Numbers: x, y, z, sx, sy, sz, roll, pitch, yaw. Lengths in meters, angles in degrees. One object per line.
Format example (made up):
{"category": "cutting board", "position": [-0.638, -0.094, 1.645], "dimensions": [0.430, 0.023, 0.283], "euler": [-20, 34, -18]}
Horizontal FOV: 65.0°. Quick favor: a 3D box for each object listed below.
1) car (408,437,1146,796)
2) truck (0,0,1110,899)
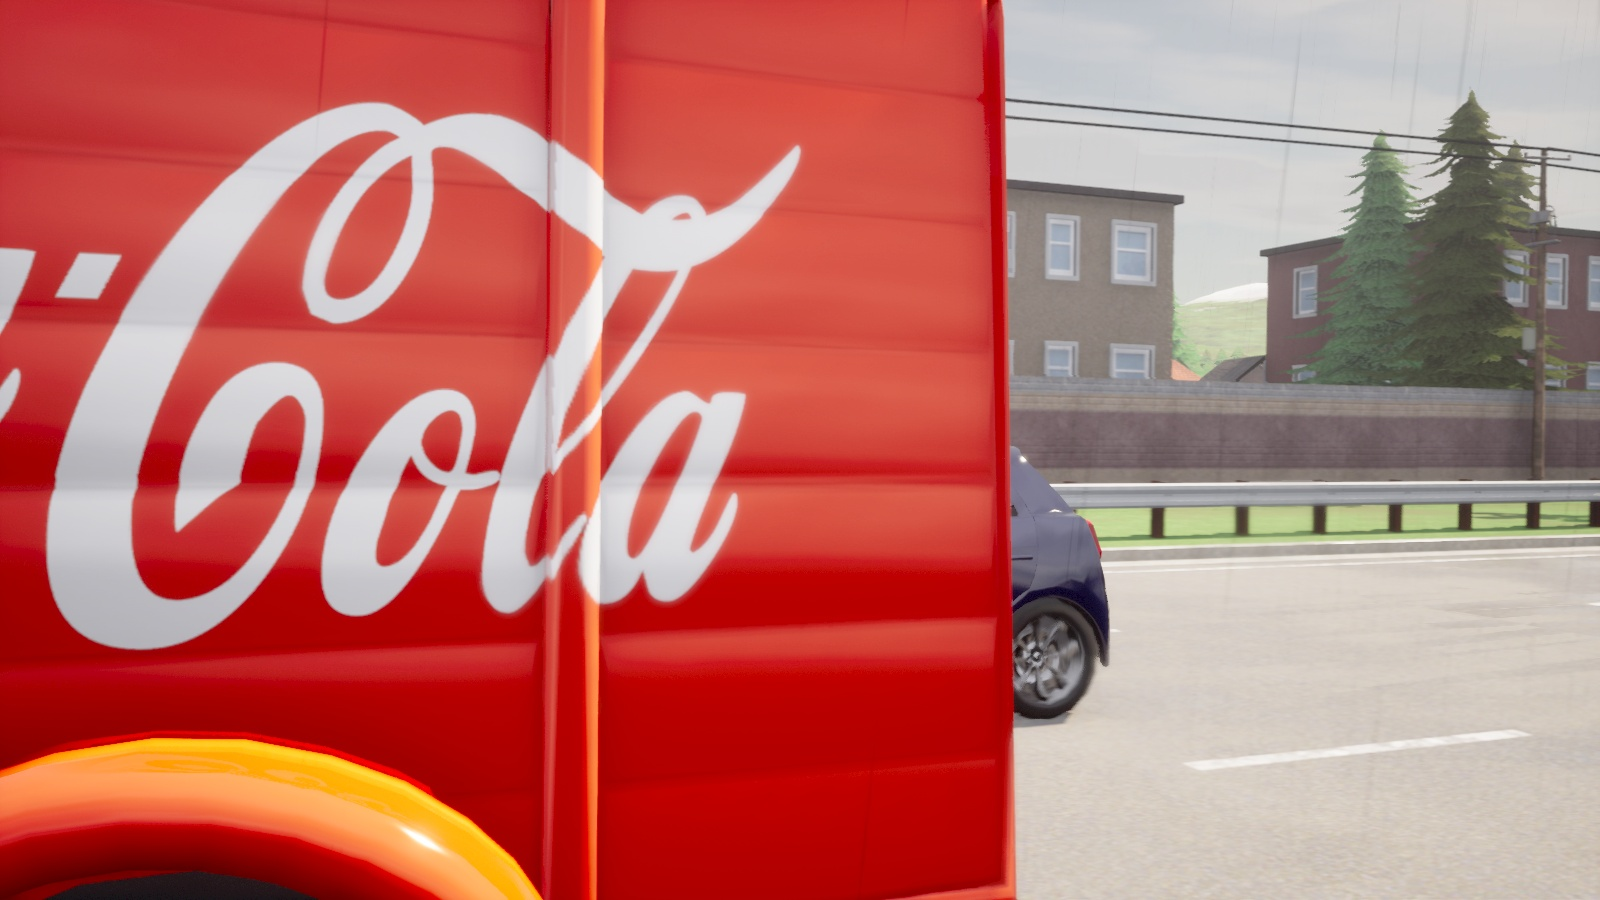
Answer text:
{"category": "car", "position": [-0.186, 0.701, 6.912], "dimensions": [3.633, 1.501, 1.845], "euler": [-1, 1, -21]}
{"category": "truck", "position": [-2.404, 0.299, 2.321], "dimensions": [5.204, 2.467, 2.627], "euler": [-1, 1, -21]}
